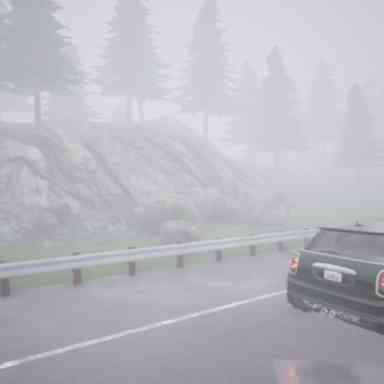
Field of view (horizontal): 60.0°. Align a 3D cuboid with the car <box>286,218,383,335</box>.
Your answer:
[{"bbox_3d":[3.955,1.323,6.400,4.553,1.767,2.097,0,0,-34],"label":"car"}]
